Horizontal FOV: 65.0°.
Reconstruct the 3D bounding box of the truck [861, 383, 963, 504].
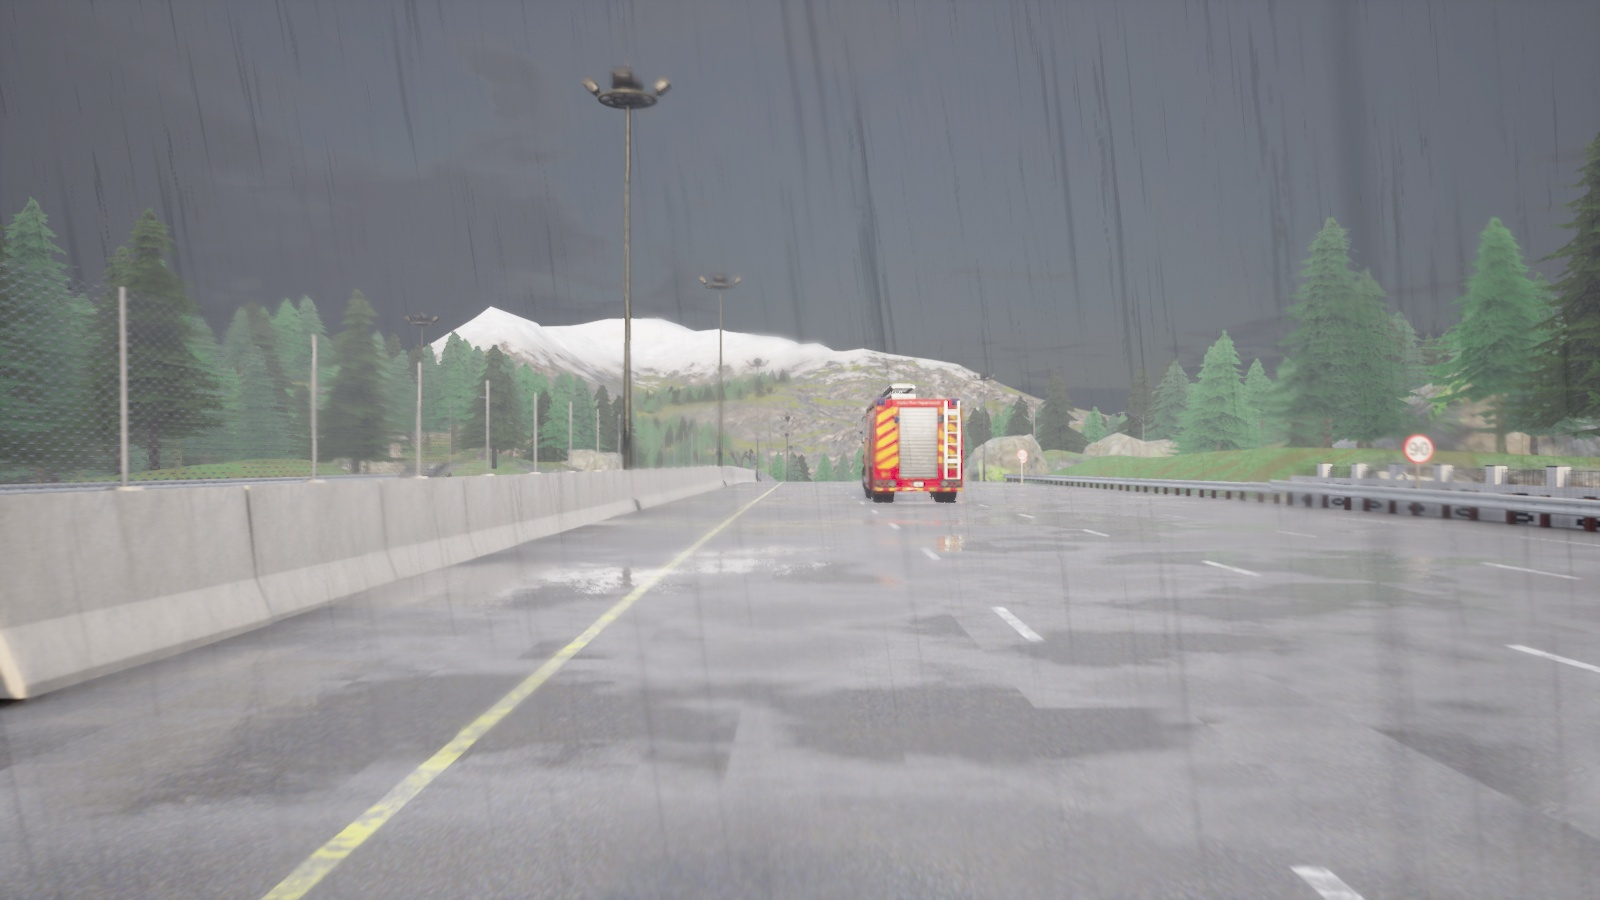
[{"bbox_3d":[3.768,-0.158,44.168,2.891,3.827,8.468,0,-1,0],"label":"truck"}]
